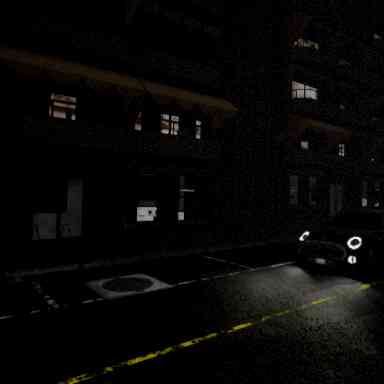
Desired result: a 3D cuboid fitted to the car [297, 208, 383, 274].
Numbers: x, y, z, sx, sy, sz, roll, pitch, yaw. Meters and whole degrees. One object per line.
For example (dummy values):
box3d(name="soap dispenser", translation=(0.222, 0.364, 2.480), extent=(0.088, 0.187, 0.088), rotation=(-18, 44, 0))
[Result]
box3d(name="car", translation=(5.441, 1.358, 10.663), extent=(4.553, 1.767, 2.097), rotation=(0, 0, -36))
